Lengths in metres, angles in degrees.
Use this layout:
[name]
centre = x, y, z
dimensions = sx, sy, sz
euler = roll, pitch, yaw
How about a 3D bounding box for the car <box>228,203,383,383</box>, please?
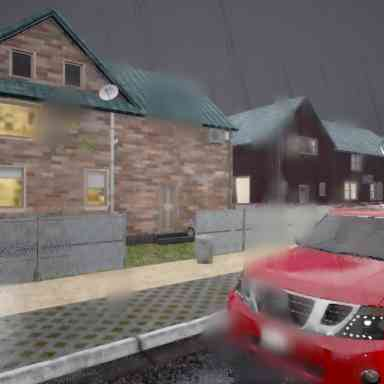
[car]
centre = 3.127, 1.222, 5.193
dimensions = 5.566, 2.045, 2.150
euler = 0, 0, -36
